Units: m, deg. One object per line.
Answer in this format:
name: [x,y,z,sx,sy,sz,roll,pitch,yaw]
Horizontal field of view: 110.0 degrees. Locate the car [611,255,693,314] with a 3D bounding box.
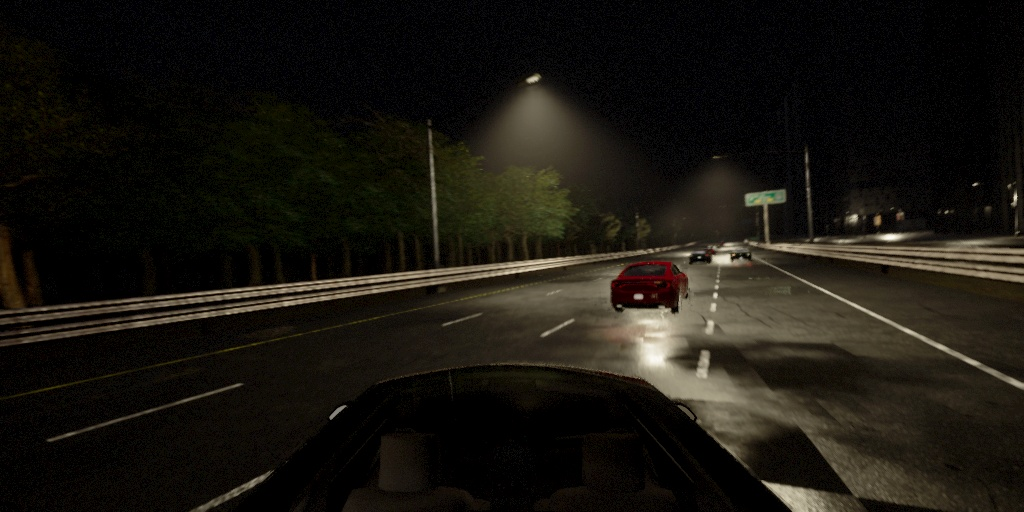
car: [4.803,0.915,12.219,1.882,1.535,5.008,-3,0,31]

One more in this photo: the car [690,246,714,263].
car: [20.002,0.033,38.071,1.994,1.385,4.181,-3,0,30]

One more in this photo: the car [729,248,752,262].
car: [24.036,-0.159,37.818,1.895,1.301,4.718,-3,0,30]
